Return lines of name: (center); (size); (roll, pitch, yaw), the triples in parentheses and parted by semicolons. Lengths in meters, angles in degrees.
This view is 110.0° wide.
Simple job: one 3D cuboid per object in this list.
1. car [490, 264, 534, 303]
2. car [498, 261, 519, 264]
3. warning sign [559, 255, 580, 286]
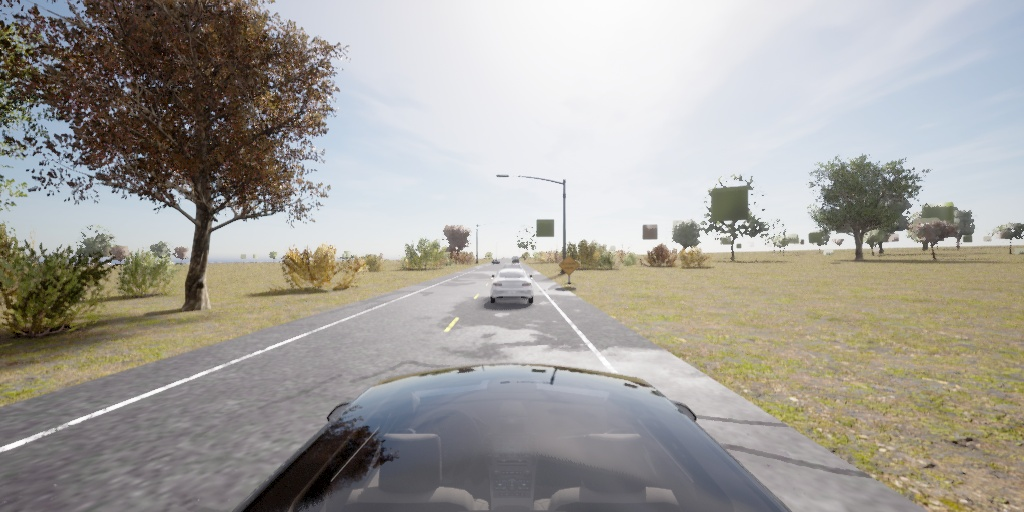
car: (0.001, 1.285, 16.475); (1.812, 1.442, 4.674); (0, 0, 0)
car: (0.000, 1.367, 31.506); (1.895, 1.301, 4.718); (0, 0, 0)
warning sign: (3.551, 0.866, 22.226); (1.300, 1.860, 1.060); (0, 0, 0)
